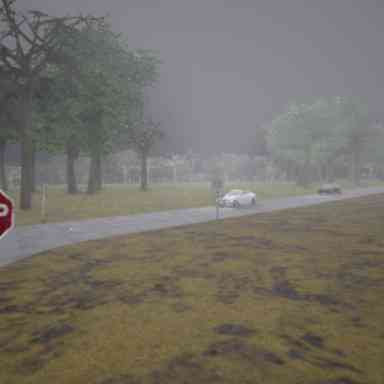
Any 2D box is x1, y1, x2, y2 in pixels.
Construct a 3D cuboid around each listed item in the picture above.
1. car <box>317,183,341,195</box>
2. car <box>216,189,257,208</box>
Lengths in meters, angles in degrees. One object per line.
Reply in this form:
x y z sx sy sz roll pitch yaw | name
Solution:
18.926 -0.430 45.824 1.882 1.535 5.008 1 3 43 | car
4.048 0.516 29.659 1.812 1.442 4.674 1 3 42 | car
